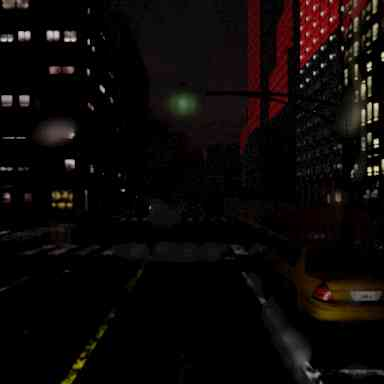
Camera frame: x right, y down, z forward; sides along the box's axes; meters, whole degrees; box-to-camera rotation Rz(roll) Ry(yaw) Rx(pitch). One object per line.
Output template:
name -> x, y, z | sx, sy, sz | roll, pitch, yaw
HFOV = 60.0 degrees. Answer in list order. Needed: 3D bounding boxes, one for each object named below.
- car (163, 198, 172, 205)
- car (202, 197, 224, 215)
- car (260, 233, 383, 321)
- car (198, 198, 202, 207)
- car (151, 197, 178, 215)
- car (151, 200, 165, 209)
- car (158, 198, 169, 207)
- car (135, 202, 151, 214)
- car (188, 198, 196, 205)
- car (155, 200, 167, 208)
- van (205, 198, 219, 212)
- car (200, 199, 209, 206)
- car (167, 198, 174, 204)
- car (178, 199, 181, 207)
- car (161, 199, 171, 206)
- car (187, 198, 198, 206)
car -> -5.721, 2.204, 78.373 | 1.967, 1.590, 4.097 | 0, -1, 0
car -> 2.672, 1.681, 39.692 | 2.192, 1.841, 5.009 | 0, -1, 0
car -> 2.684, 1.592, 7.449 | 1.752, 1.417, 4.829 | 0, -1, 0
car -> 2.664, 1.904, 61.797 | 2.192, 1.841, 5.009 | 0, -1, 0
car -> -3.136, 1.580, 38.977 | 2.150, 2.045, 5.566 | 0, -1, -1
car -> -5.713, 2.082, 56.266 | 2.008, 1.369, 4.403 | 0, -1, 0
car -> -5.718, 2.087, 67.320 | 1.967, 1.590, 4.097 | 0, -1, 0
car -> -5.707, 1.916, 39.687 | 2.008, 1.369, 4.403 | 0, -1, 0
car -> -0.027, 2.274, 79.262 | 1.837, 1.490, 4.892 | 0, -1, 0
car -> -5.715, 2.134, 61.792 | 1.887, 1.381, 4.507 | 0, -1, 0
van -> 2.670, 1.761, 45.218 | 1.690, 1.788, 3.998 | 0, -1, 0
car -> 2.661, 2.250, 72.848 | 1.887, 1.381, 4.507 | 0, -1, 0
car -> -5.724, 2.407, 89.255 | 1.752, 1.417, 4.829 | 0, -1, 0
car -> -3.111, 1.977, 50.391 | 1.837, 1.490, 4.892 | 0, -1, 0
car -> -5.719, 2.287, 72.845 | 1.802, 1.307, 4.206 | 0, -1, 0
car -> 0.062, 2.194, 69.296 | 1.812, 1.442, 4.674 | 0, -1, 0
